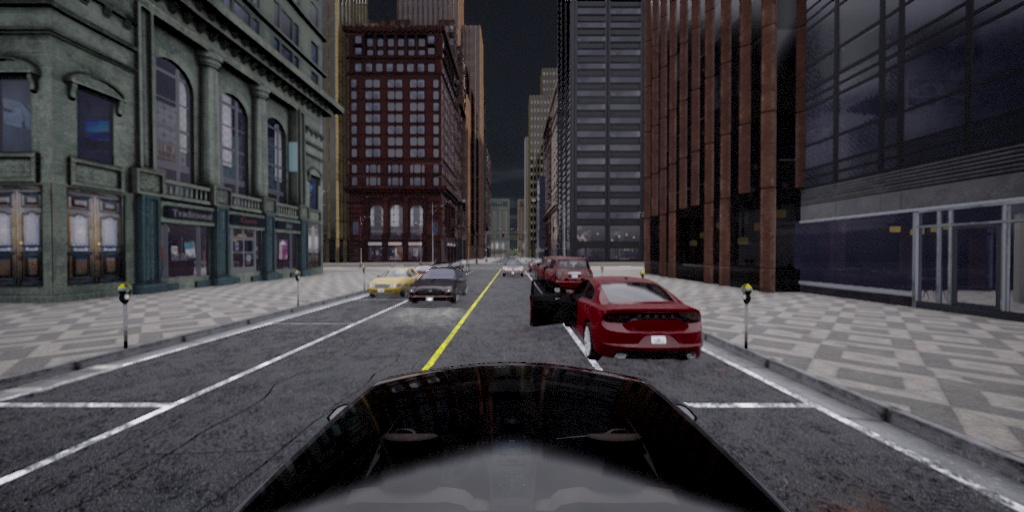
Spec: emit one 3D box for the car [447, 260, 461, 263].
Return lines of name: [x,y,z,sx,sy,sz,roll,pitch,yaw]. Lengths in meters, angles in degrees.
car: [-5.721,1.155,29.563,1.948,1.339,4.313,0,0,0]

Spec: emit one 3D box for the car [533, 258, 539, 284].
car: [2.795,0.935,23.916,2.192,1.841,5.009,0,0,0]

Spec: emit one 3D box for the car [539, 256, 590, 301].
car: [2.787,0.967,18.280,2.192,1.841,5.009,0,0,0]

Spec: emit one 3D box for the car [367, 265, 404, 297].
car: [-5.738,1.177,18.120,1.751,1.417,4.829,0,0,0]

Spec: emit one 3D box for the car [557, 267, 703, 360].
car: [2.370,1.188,8.258,1.882,1.535,5.008,0,0,0]

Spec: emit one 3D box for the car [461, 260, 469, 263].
car: [-5.713,1.125,35.199,1.948,1.339,4.313,0,0,0]

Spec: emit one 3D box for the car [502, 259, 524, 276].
car: [0.107,1.169,33.433,1.895,1.301,4.718,0,0,0]

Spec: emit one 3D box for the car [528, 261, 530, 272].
car: [2.821,0.969,40.825,1.967,1.591,4.097,0,0,0]

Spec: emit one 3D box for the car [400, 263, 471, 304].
car: [-3.079,1.212,16.058,2.033,1.411,5.357,0,0,0]

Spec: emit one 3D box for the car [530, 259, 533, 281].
car: [2.804,1.155,29.553,1.948,1.339,4.313,0,0,0]
